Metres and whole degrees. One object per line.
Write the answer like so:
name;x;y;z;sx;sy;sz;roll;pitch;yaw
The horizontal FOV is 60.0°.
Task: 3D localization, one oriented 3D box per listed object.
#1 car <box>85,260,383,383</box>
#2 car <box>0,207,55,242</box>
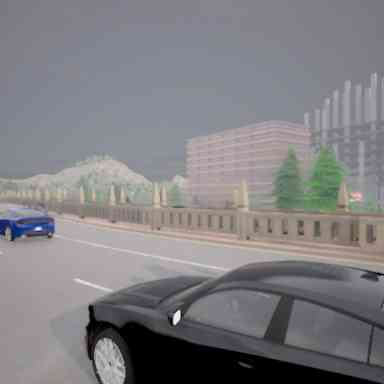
car;0.930;1.493;3.477;5.008;1.535;1.882;0;0;36
car;-8.634;1.513;16.801;1.882;1.535;5.008;0;0;-43
